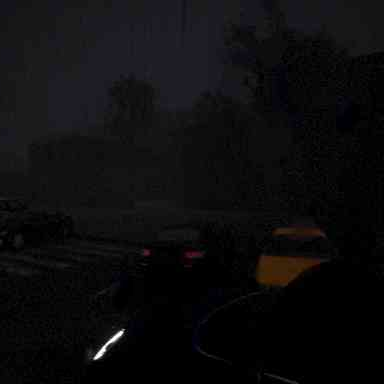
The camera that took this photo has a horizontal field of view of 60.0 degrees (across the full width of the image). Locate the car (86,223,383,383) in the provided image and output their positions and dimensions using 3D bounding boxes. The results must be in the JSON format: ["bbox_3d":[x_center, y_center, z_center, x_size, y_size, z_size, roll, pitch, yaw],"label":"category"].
[{"bbox_3d":[1.257,1.353,2.483,4.553,1.767,2.097,0,0,35],"label":"car"}]

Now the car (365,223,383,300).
[{"bbox_3d":[4.896,1.522,6.023,2.163,1.488,4.792,0,-1,15],"label":"car"}]

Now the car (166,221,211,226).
[{"bbox_3d":[0.032,1.538,9.455,2.002,1.452,4.674,0,-1,15],"label":"car"}]

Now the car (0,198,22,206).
[{"bbox_3d":[-9.672,1.288,16.418,2.435,2.045,5.566,0,-1,16],"label":"car"}]

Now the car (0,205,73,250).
[{"bbox_3d":[-7.239,1.527,14.659,2.231,1.521,4.892,0,-1,15],"label":"car"}]

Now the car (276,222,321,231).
[{"bbox_3d":[2.415,1.488,7.548,1.946,1.575,5.366,0,-1,15],"label":"car"}]
